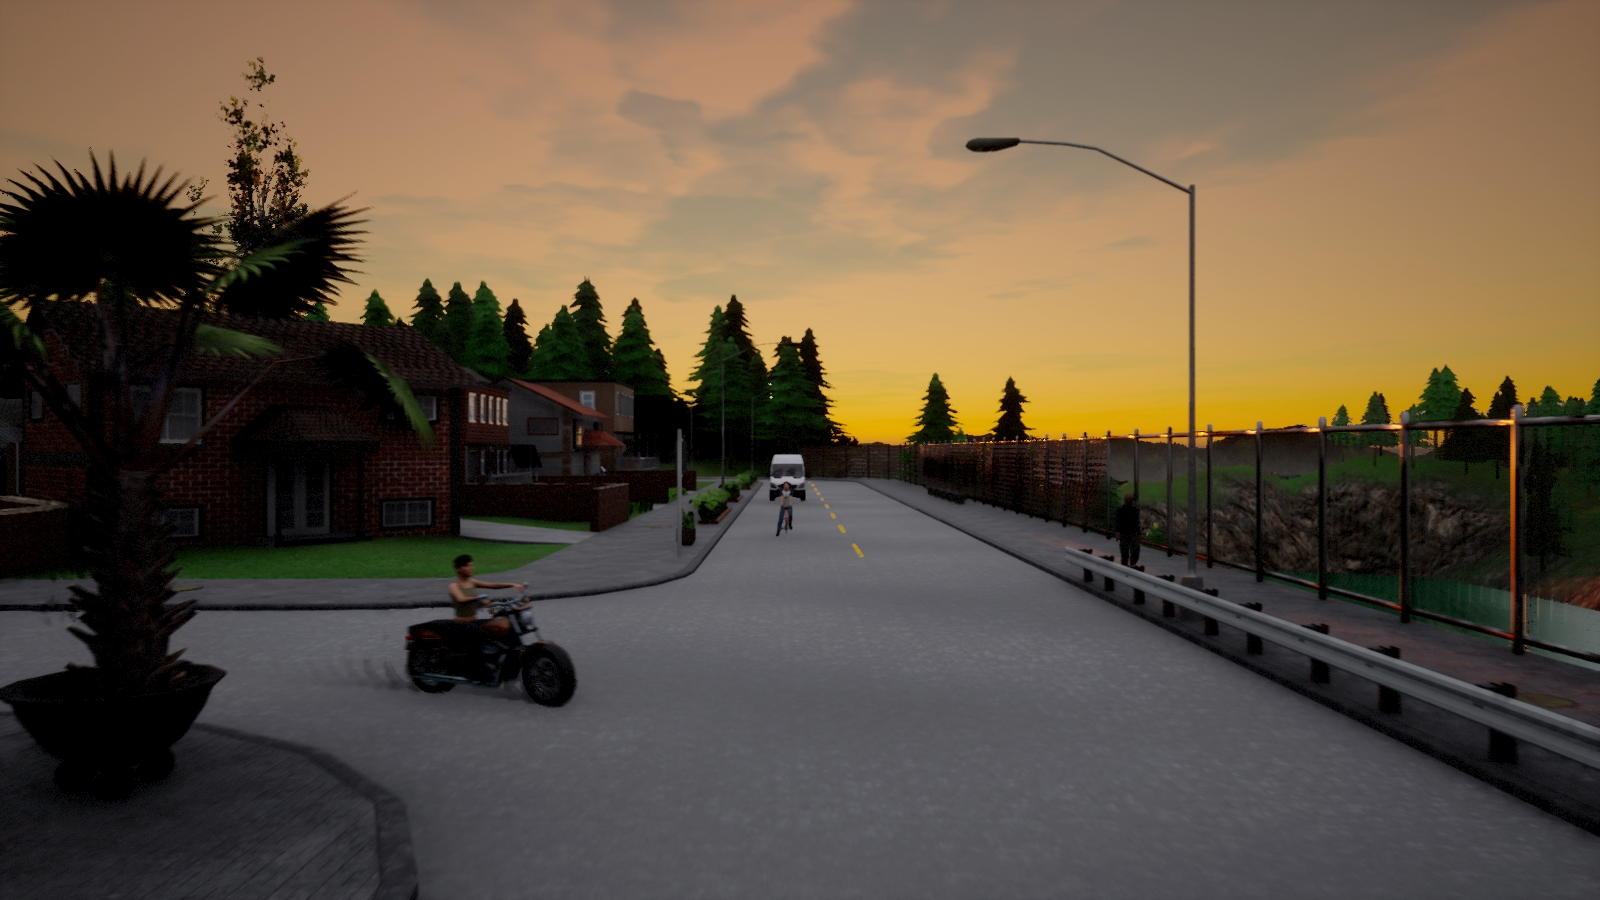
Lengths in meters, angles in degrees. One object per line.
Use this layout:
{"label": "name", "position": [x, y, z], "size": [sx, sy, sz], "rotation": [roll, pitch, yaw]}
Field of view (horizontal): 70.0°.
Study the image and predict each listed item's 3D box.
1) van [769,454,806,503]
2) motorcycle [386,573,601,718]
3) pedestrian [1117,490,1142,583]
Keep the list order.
{"label": "van", "position": [-0.686, 1.534, 63.562], "size": [1.988, 2.561, 5.915], "rotation": [0, 0, -1]}
{"label": "motorcycle", "position": [-3.463, 2.155, 12.865], "size": [2.356, 1.307, 0.764], "rotation": [0, 3, 24]}
{"label": "pedestrian", "position": [6.678, 1.744, 23.156], "size": [0.375, 1.860, 0.375], "rotation": [0, 0, -2]}
